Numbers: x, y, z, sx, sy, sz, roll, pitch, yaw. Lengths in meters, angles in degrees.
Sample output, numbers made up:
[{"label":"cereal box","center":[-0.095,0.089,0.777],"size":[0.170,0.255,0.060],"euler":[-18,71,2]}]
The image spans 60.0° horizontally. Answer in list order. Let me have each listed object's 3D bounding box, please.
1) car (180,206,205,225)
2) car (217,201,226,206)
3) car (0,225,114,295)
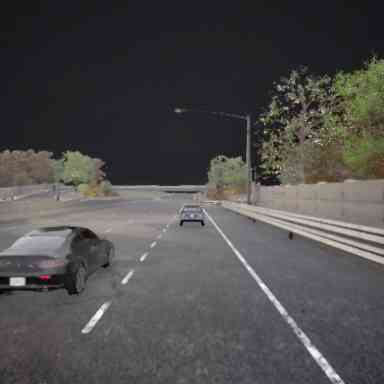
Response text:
[{"label":"car","center":[-0.001,1.787,26.063],"size":[2.033,1.411,5.357],"euler":[0,-1,0]},{"label":"car","center":[7.728,2.835,83.667],"size":[1.994,1.385,4.181],"euler":[0,-2,24]},{"label":"car","center":[-3.401,1.602,8.791],"size":[1.812,1.442,4.674],"euler":[0,-1,0]}]
